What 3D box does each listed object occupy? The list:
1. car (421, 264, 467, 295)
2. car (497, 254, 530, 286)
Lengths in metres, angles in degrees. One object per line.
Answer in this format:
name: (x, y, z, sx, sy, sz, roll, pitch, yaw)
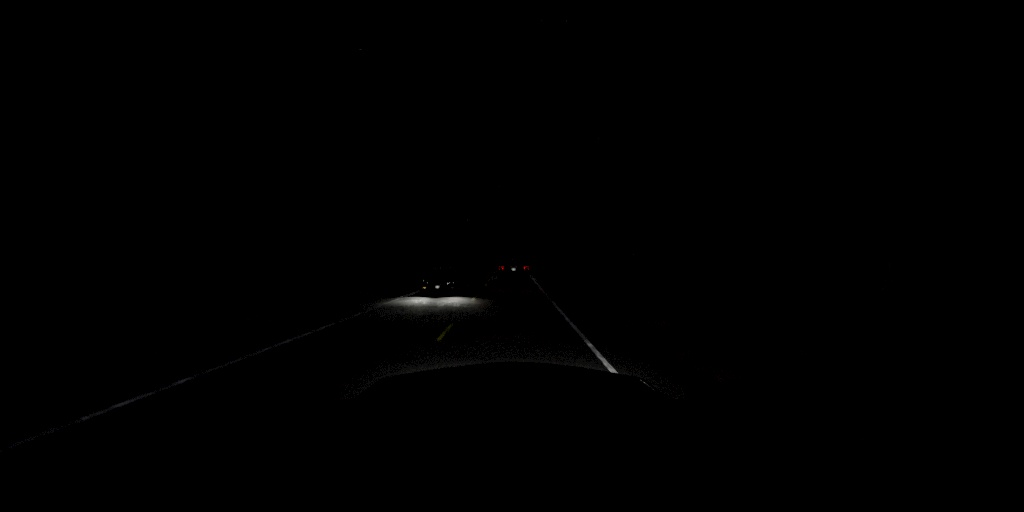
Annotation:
car: (-3.597, 1.232, 19.692, 1.837, 1.490, 4.892, 0, 0, 0)
car: (0.100, 0.911, 25.037, 2.150, 2.045, 5.566, 0, 0, 0)
